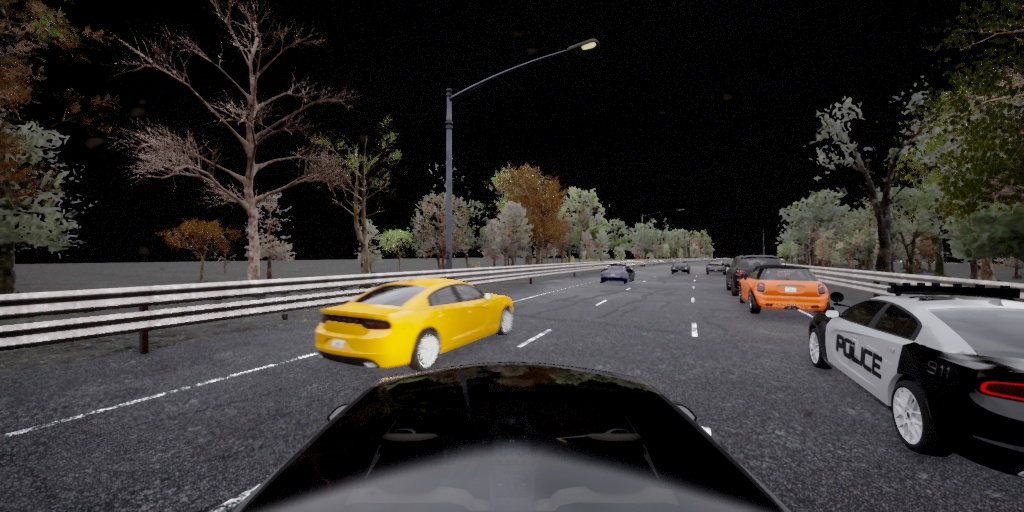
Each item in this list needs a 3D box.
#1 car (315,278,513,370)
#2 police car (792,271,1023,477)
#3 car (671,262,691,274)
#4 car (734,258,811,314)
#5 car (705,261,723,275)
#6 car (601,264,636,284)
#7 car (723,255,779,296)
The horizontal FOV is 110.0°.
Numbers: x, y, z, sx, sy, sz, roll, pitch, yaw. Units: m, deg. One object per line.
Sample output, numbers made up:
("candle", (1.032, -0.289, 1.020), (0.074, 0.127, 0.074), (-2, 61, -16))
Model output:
("car", (-1.665, 1.227, 7.888), (1.882, 1.535, 5.008), (0, 0, 26))
("police car", (5.599, 1.175, 4.688), (1.930, 1.638, 5.238), (0, 0, 26))
("car", (19.259, 1.369, 40.818), (1.895, 1.301, 4.718), (0, 0, 28))
("car", (9.906, 1.102, 13.419), (2.097, 1.767, 4.553), (0, 0, 27))
("car", (22.372, 1.260, 39.341), (2.128, 1.511, 4.902), (0, 0, 29))
("car", (8.158, 1.320, 27.418), (1.994, 1.385, 4.181), (0, 0, 27))
("car", (12.609, 0.978, 18.758), (2.150, 2.045, 5.566), (0, 0, 27))
